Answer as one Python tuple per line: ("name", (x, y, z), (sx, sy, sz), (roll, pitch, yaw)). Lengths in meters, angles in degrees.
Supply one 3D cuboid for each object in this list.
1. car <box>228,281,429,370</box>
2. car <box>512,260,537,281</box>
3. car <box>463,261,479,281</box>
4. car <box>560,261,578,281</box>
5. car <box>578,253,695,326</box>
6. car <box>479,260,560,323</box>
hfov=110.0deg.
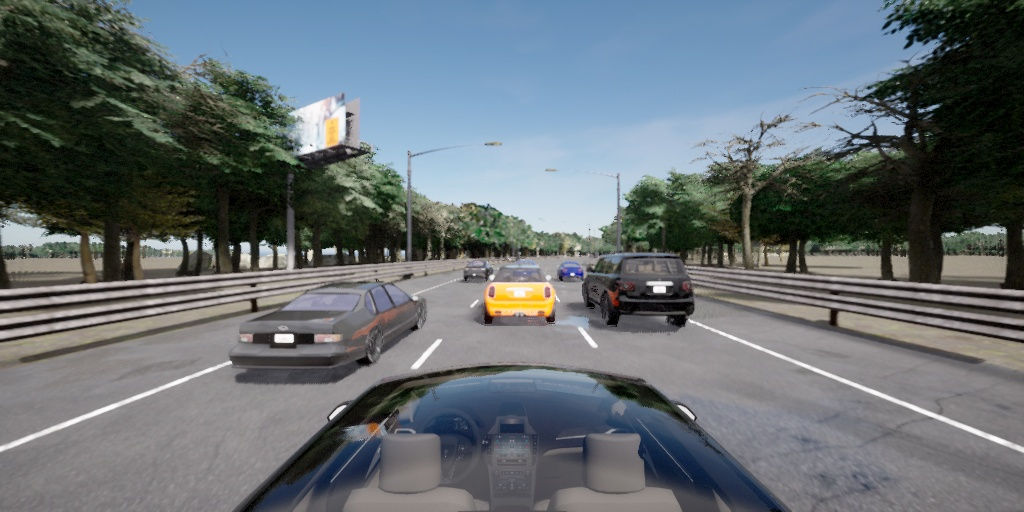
("car", (-3.350, 1.263, 7.874), (2.033, 1.411, 5.357), (0, 0, 1))
("car", (1.116, 1.097, 29.058), (1.882, 1.535, 5.008), (0, 0, 4))
("car", (-2.493, 1.114, 27.641), (2.128, 1.511, 4.902), (0, 0, 4))
("car", (4.583, 1.152, 28.392), (1.812, 1.442, 4.674), (0, 0, 4))
("car", (3.753, 0.925, 11.597), (2.150, 2.045, 5.566), (0, 0, 2))
("car", (0.275, 1.052, 12.097), (2.097, 1.767, 4.553), (0, 0, 2))
